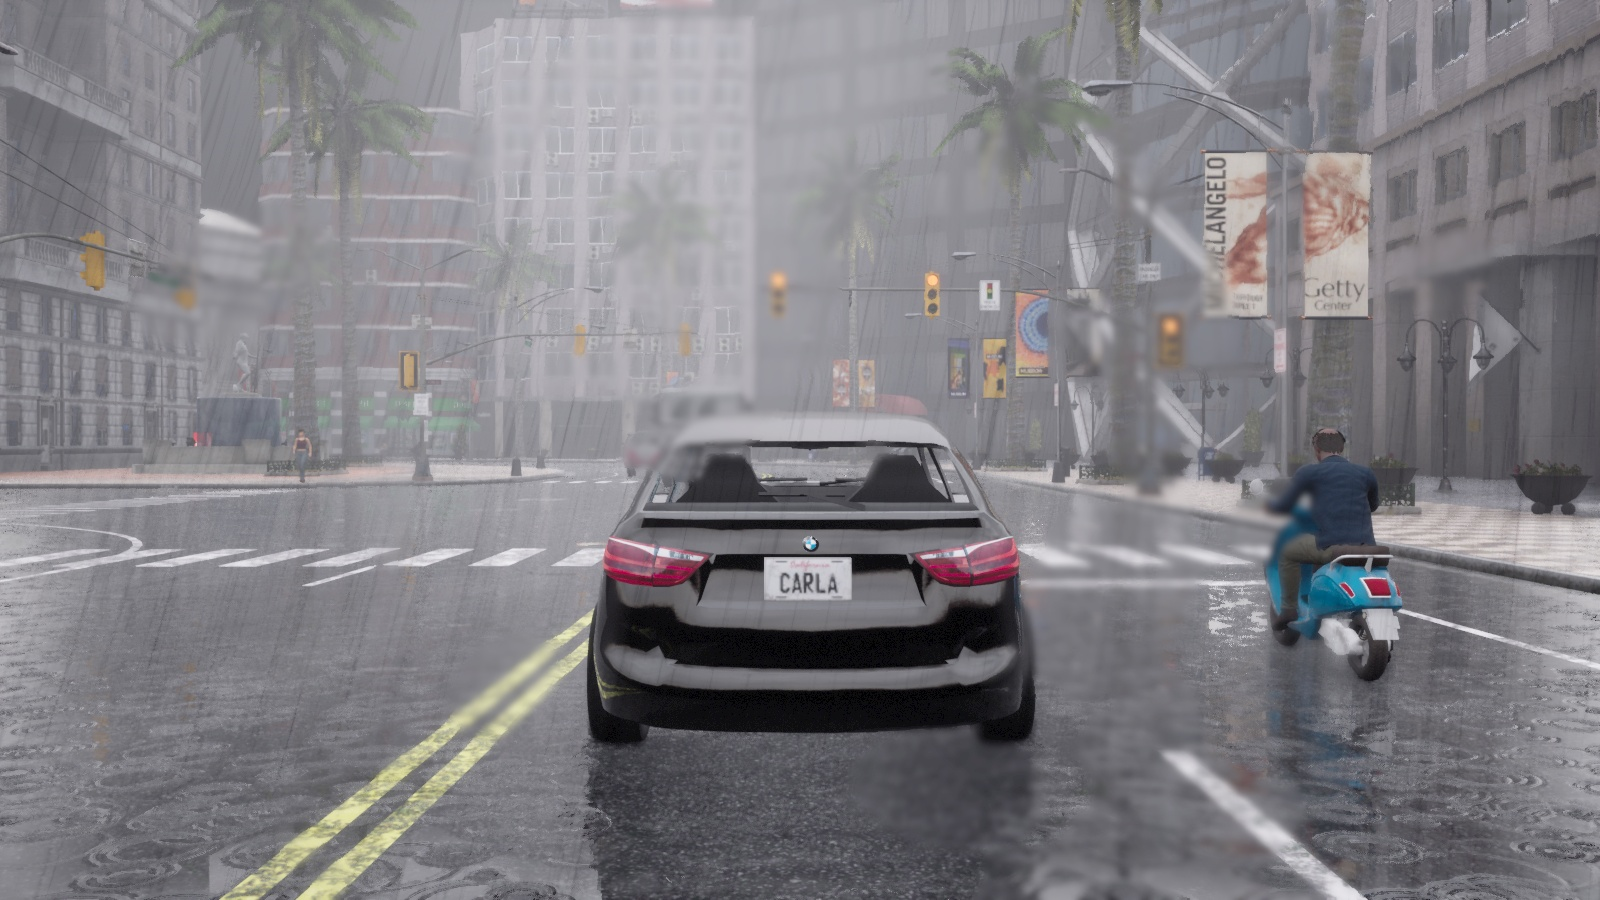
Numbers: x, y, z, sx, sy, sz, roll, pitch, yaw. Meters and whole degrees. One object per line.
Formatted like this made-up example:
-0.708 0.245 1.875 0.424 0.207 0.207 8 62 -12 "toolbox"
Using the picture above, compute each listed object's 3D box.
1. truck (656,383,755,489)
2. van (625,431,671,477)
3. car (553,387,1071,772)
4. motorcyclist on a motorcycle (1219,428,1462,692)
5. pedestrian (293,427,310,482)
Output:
-3.235 -0.492 45.043 2.891 3.462 7.936 0 0 0 "truck"
-6.789 0.175 56.416 1.775 1.987 4.442 0 0 -3 "van"
0.062 0.547 7.745 2.242 1.667 4.611 0 0 0 "car"
3.552 0.655 8.461 0.866 1.590 1.817 0 0 1 "motorcyclist on a motorcycle"
-16.842 0.147 42.437 0.345 1.836 0.594 0 0 -1 "pedestrian"
